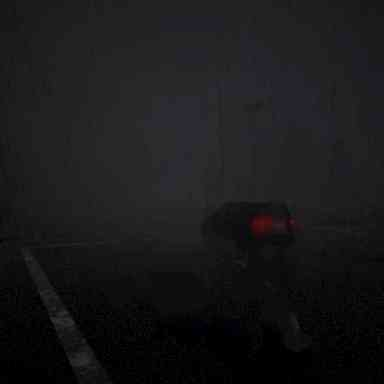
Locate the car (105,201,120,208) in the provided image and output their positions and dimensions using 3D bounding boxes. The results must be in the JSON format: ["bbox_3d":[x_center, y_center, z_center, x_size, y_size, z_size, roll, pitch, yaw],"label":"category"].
[{"bbox_3d":[-16.991,2.710,70.852,2.033,1.411,5.357,0,-1,-26],"label":"car"}]

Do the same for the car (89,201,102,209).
[{"bbox_3d":[-20.126,2.655,69.295,1.837,1.490,4.892,0,-1,-26],"label":"car"}]

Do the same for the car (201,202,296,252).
[{"bbox_3d":[2.386,1.460,15.422,2.150,2.045,5.566,0,-1,-23],"label":"car"}]

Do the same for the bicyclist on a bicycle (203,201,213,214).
[{"bbox_3d":[1.994,1.952,41.694,0.582,1.620,1.656,-1,-1,29],"label":"bicyclist on a bicycle"}]

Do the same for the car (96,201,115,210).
[{"bbox_3d":[-16.048,2.520,61.216,1.837,1.490,4.892,0,-1,-26],"label":"car"}]

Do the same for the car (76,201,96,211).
[{"bbox_3d":[-18.848,2.469,59.084,1.882,1.535,5.008,0,-1,-26],"label":"car"}]

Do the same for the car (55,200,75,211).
[{"bbox_3d":[-22.240,2.533,58.047,2.033,1.411,5.357,0,-1,-26],"label":"car"}]

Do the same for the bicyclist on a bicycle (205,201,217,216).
[{"bbox_3d":[2.284,2.026,36.691,1.656,1.620,0.582,0,-1,-14],"label":"bicyclist on a bicycle"}]

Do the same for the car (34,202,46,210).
[{"bbox_3d":[-29.739,2.716,65.073,1.895,1.301,4.718,0,-1,-26],"label":"car"}]

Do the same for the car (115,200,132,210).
[{"bbox_3d":[-12.888,2.379,62.614,2.097,1.767,4.553,0,-1,-26],"label":"car"}]

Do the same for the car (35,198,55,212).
[{"bbox_3d":[-23.369,2.124,52.453,2.150,2.045,5.566,0,-1,-26],"label":"car"}]
